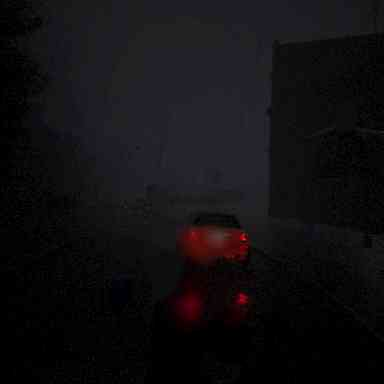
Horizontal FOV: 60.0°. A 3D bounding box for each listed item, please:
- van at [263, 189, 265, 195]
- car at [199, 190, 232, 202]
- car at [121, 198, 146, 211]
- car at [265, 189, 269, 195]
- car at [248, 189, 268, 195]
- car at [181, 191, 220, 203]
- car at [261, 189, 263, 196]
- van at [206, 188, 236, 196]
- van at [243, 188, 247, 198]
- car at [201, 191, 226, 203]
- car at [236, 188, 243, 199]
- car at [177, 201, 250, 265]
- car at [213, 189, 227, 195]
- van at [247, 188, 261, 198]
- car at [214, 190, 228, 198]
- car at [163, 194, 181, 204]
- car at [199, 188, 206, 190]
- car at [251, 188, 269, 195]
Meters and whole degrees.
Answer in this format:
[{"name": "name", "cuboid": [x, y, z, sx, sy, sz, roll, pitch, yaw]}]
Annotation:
[{"name": "van", "cuboid": [15.187, -0.022, 83.594, 4.442, 1.987, 1.878, 1, 2, 3]}, {"name": "car", "cuboid": [3.483, 0.993, 55.470, 5.366, 1.575, 1.946, 2, 2, 3]}, {"name": "car", "cuboid": [-6.978, 1.426, 39.919, 1.812, 1.442, 4.674, 2, 1, 12]}, {"name": "car", "cuboid": [16.650, 0.129, 86.413, 5.366, 1.575, 1.946, 1, 2, 3]}, {"name": "car", "cuboid": [17.656, 0.078, 89.238, 4.792, 1.488, 2.163, 1, 2, 2]}, {"name": "car", "cuboid": [1.335, 1.161, 49.842, 4.892, 1.521, 2.231, 1, 2, 3]}, {"name": "car", "cuboid": [14.107, 0.160, 80.789, 4.553, 1.767, 2.185, 1, 2, 3]}, {"name": "van", "cuboid": [4.954, 0.699, 58.267, 4.442, 1.987, 1.878, 1, 2, 3]}, {"name": "van", "cuboid": [8.209, 0.455, 66.711, 4.442, 1.987, 1.878, 1, 2, 3]}, {"name": "car", "cuboid": [2.506, 1.121, 52.650, 4.674, 1.452, 2.002, 1, 2, 3]}, {"name": "car", "cuboid": [5.972, 0.591, 61.077, 5.566, 2.045, 2.435, 1, 2, 3]}, {"name": "car", "cuboid": [0.625, 1.452, 12.338, 2.097, 1.767, 4.553, 3, 0, -6]}, {"name": "car", "cuboid": [7.211, -0.078, 85.633, 2.128, 1.511, 4.902, 1, 2, 22]}, {"name": "van", "cuboid": [13.094, 0.143, 77.965, 4.442, 1.987, 1.878, 1, 2, 3]}, {"name": "car", "cuboid": [6.525, 0.407, 75.478, 1.812, 1.442, 4.674, 1, 2, 22]}, {"name": "car", "cuboid": [-2.885, 1.072, 52.283, 1.812, 1.442, 4.674, 1, 2, 22]}, {"name": "car", "cuboid": [3.218, 0.053, 75.966, 2.150, 2.045, 5.566, 1, 2, 22]}, {"name": "car", "cuboid": [18.819, -0.155, 92.044, 4.553, 1.767, 2.185, 1, 2, 2]}]
